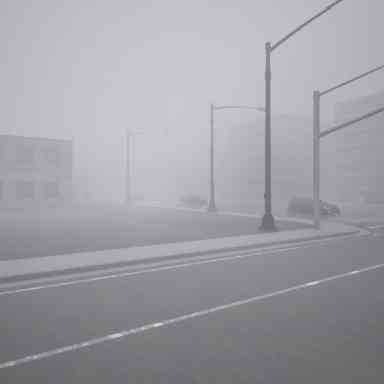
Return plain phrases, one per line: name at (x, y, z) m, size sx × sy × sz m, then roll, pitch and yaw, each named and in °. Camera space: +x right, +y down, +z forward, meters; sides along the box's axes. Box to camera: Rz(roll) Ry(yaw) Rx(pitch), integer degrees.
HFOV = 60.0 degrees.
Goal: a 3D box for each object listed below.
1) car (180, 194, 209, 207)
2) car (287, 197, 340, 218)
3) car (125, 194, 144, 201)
car at (0.257, 1.100, 44.808) m, size 1.882 × 1.535 × 5.008 m, roll 0°, pitch 1°, yaw -34°
car at (10.738, 1.255, 29.531) m, size 2.097 × 1.767 × 4.553 m, roll 0°, pitch 1°, yaw -34°
car at (-10.460, 0.942, 60.595) m, size 1.895 × 1.301 × 4.718 m, roll 0°, pitch 1°, yaw -34°
